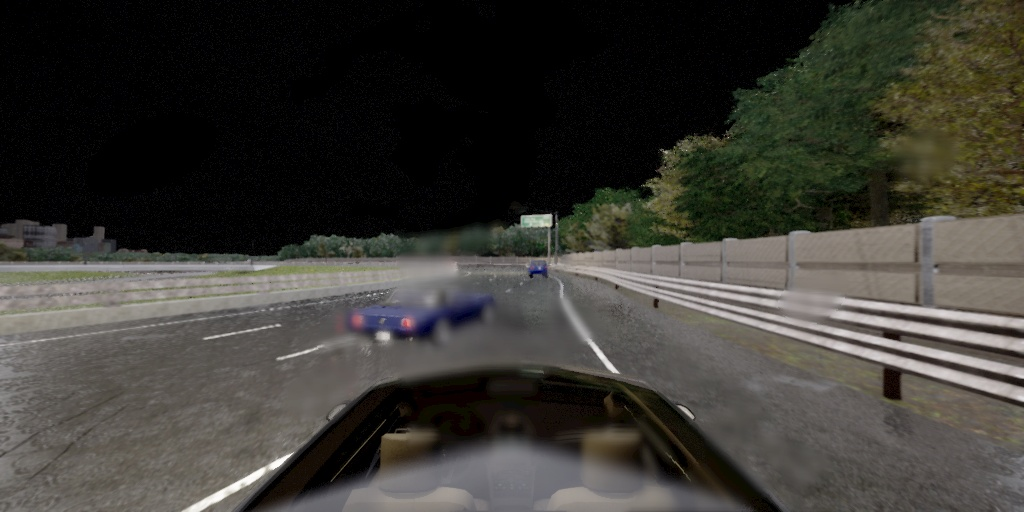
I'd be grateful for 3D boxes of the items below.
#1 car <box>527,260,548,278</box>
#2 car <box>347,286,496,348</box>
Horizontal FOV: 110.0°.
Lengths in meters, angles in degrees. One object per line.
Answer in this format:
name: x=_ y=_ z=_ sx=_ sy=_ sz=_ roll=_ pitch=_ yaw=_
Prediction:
car: x=3.113 y=1.560 z=43.412 sx=2.150 sy=2.045 sz=5.566 roll=0 pitch=-1 yaw=-1
car: x=-2.014 y=1.455 z=9.696 sx=1.895 sy=1.301 sz=4.718 roll=0 pitch=-1 yaw=18
